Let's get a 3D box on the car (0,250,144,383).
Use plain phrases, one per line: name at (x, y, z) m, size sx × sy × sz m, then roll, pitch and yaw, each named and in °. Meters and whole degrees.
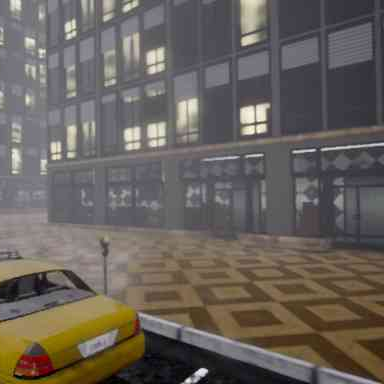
car at (-2.840, 1.522, 4.764) m, size 4.829 × 1.417 × 1.752 m, roll 0°, pitch -1°, yaw 36°
